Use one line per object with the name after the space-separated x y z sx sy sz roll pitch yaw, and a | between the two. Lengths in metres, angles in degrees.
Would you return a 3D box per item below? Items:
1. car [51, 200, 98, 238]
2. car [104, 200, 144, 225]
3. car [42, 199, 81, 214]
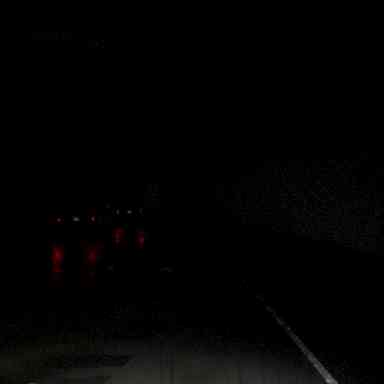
-6.236 1.359 18.106 2.097 1.767 4.553 0 0 -17 | car
-5.028 1.352 24.139 2.097 1.767 4.553 0 0 -24 | car
-14.797 1.567 37.466 5.357 1.411 2.033 0 0 43 | car
